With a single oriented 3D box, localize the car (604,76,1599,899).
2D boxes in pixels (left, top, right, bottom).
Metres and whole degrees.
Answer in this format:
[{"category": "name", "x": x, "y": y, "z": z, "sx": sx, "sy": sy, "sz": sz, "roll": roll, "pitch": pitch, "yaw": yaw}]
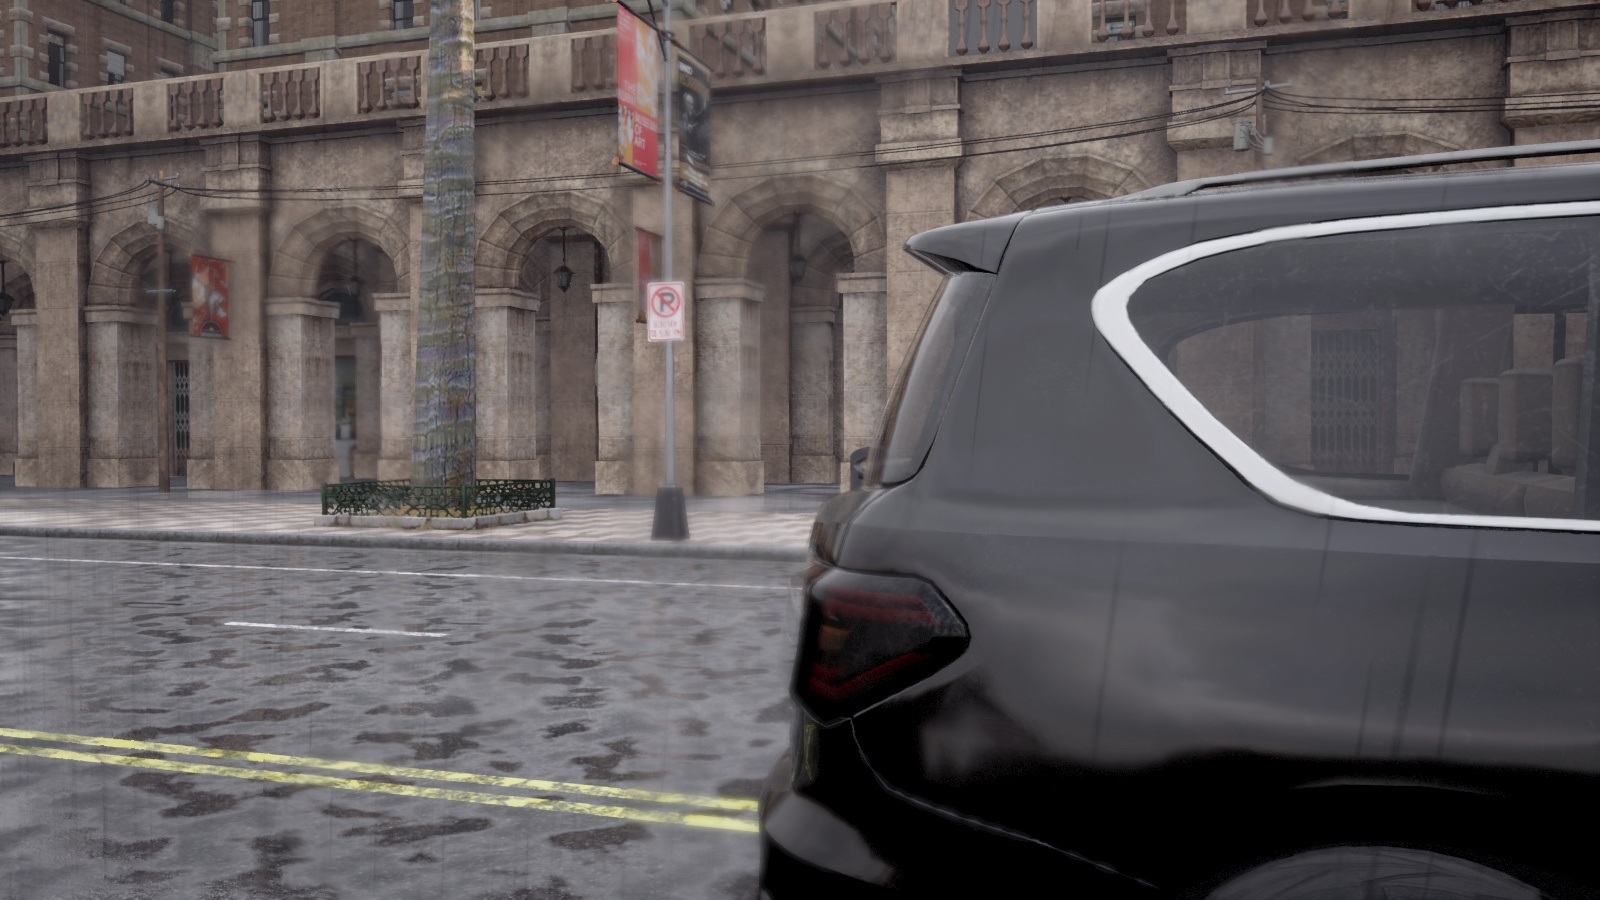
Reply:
[{"category": "car", "x": 2.642, "y": 0.519, "z": 2.301, "sx": 5.566, "sy": 2.045, "sz": 2.150, "roll": 1, "pitch": 1, "yaw": 19}]
